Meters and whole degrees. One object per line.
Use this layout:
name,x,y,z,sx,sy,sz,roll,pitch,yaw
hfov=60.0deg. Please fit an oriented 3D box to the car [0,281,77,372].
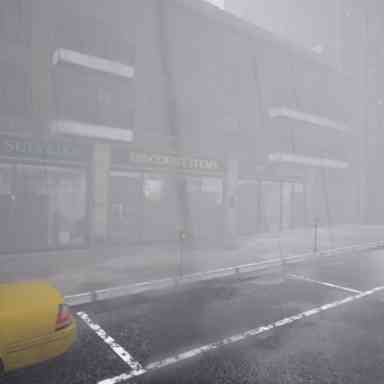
car,-3.763,1.525,3.386,4.829,1.417,1.752,0,2,-35
